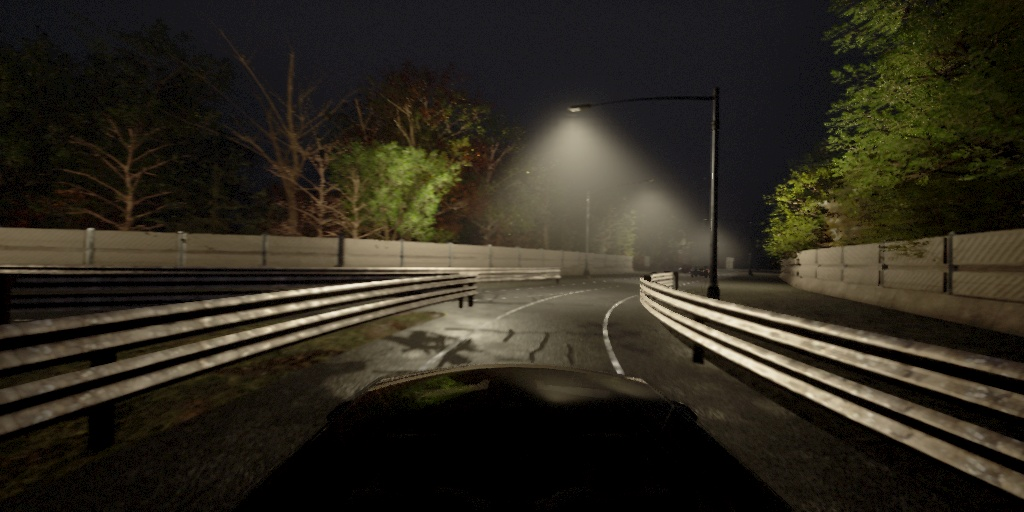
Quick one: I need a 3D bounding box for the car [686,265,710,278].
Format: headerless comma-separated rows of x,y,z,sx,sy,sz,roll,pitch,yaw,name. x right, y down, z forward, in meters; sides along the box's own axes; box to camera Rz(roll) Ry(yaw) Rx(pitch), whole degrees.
27.994,2.379,53.449,2.128,1.511,4.902,1,-1,35,car
